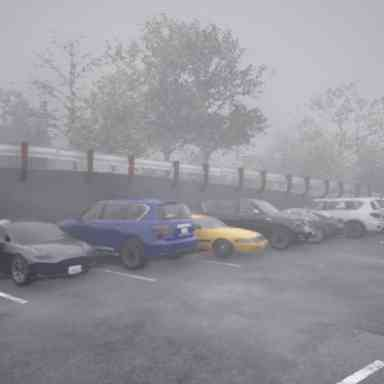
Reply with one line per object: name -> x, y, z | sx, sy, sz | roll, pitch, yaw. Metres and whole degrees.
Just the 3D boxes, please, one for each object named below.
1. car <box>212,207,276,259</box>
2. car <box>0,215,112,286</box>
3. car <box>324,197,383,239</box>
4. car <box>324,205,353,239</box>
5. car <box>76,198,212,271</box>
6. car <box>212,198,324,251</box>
car -> 0.219, 1.530, 12.948 | 5.366, 1.575, 1.946 | -1, -1, 35
car -> -4.835, 1.525, 9.527 | 4.792, 1.488, 2.163 | -1, -1, 35
car -> 7.426, 1.343, 18.330 | 5.566, 2.045, 2.435 | -1, -1, 34
car -> 4.990, 1.575, 16.540 | 4.892, 1.521, 2.231 | -1, -1, 35
car -> -2.423, 1.264, 11.318 | 5.566, 2.045, 2.435 | -1, -1, 34
car -> 2.551, 1.303, 14.785 | 5.566, 2.045, 2.435 | -1, -1, 35
